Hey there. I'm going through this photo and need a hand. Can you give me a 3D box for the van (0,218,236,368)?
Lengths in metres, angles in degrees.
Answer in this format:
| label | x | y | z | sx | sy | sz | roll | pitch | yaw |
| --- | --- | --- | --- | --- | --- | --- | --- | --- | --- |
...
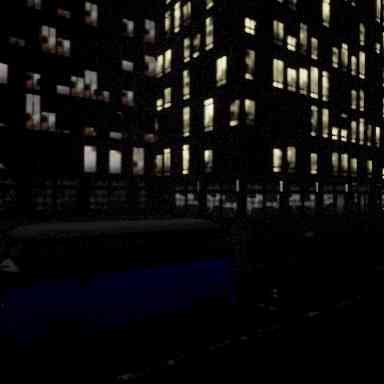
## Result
| label | x | y | z | sx | sy | sz | roll | pitch | yaw |
| --- | --- | --- | --- | --- | --- | --- | --- | --- | --- |
| van | -1.111 | 1.362 | 5.486 | 3.998 | 1.788 | 1.690 | 1 | 0 | -36 |
